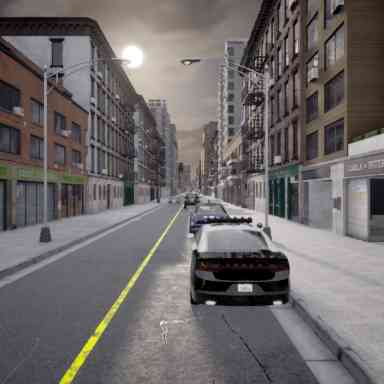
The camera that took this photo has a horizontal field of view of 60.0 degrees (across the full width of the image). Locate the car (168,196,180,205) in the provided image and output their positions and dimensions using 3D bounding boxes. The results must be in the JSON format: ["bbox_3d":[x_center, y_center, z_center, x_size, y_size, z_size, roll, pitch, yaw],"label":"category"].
[{"bbox_3d":[-2.962,1.447,56.218,2.128,1.511,4.902,0,0,0],"label":"car"}]

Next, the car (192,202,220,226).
[{"bbox_3d":[0.916,1.520,24.123,1.812,1.442,4.674,0,0,0],"label":"car"}]

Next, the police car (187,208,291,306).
[{"bbox_3d":[0.905,1.424,8.233,1.930,1.638,5.238,0,0,0],"label":"police car"}]

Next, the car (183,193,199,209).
[{"bbox_3d":[0.034,1.196,45.215,2.150,2.045,5.566,0,0,0],"label":"car"}]

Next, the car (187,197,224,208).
[{"bbox_3d":[0.911,1.348,18.094,2.097,1.767,4.553,0,0,0],"label":"car"}]
